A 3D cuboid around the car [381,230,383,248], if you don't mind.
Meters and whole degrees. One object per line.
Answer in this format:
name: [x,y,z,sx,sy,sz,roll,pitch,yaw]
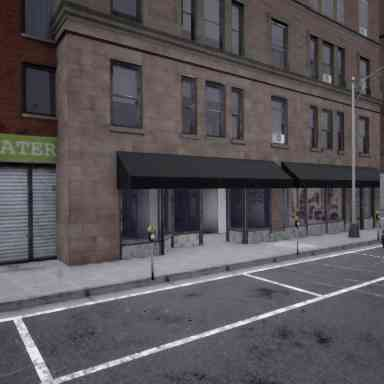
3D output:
car: [9.185,1.540,13.088,4.507,1.381,1.887,0,-1,-35]
